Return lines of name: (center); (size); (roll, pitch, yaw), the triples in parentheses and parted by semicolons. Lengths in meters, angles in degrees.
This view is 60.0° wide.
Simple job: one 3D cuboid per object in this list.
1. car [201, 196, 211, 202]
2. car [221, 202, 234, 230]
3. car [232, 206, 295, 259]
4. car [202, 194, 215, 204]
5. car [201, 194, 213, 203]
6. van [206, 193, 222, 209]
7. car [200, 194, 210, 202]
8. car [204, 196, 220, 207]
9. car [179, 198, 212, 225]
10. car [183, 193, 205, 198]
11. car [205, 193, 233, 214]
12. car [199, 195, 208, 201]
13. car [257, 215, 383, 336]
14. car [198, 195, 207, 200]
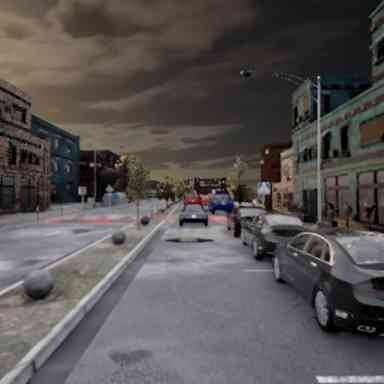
car: (3.000, 1.516, 73.167); (2.002, 1.452, 4.674); (0, 0, 0)
car: (2.998, 1.484, 17.986); (2.163, 1.488, 4.792); (0, 0, 0)
car: (2.997, 1.466, 12.428); (2.231, 1.521, 4.892); (0, 0, 0)
car: (3.000, 1.312, 61.971); (2.185, 1.767, 4.553); (0, 0, 0)
car: (3.000, 1.329, 67.492); (2.185, 1.767, 4.553); (0, 0, 0)
van: (3.000, 1.185, 45.556); (1.878, 1.987, 4.442); (0, 0, 0)
car: (3.000, 1.372, 78.661); (2.185, 1.767, 4.553); (0, 0, 0)
car: (3.000, 1.416, 50.954); (2.231, 1.521, 4.892); (0, 0, 0)
car: (0.103, 1.461, 23.720); (1.994, 1.385, 4.181); (0, 3, 0)
car: (0.098, 1.154, 41.193); (2.150, 2.045, 5.566); (0, 0, 0)
car: (2.999, 1.168, 34.426); (2.435, 2.045, 5.566); (0, 0, 0)
car: (3.001, 1.543, 89.602); (2.231, 1.521, 4.892); (0, 0, 0)
car: (2.997, 1.474, 6.780); (2.231, 1.521, 4.892); (0, 0, 0)
car: (2.993, 1.578, 95.122); (2.231, 1.521, 4.892); (0, 0, 0)
